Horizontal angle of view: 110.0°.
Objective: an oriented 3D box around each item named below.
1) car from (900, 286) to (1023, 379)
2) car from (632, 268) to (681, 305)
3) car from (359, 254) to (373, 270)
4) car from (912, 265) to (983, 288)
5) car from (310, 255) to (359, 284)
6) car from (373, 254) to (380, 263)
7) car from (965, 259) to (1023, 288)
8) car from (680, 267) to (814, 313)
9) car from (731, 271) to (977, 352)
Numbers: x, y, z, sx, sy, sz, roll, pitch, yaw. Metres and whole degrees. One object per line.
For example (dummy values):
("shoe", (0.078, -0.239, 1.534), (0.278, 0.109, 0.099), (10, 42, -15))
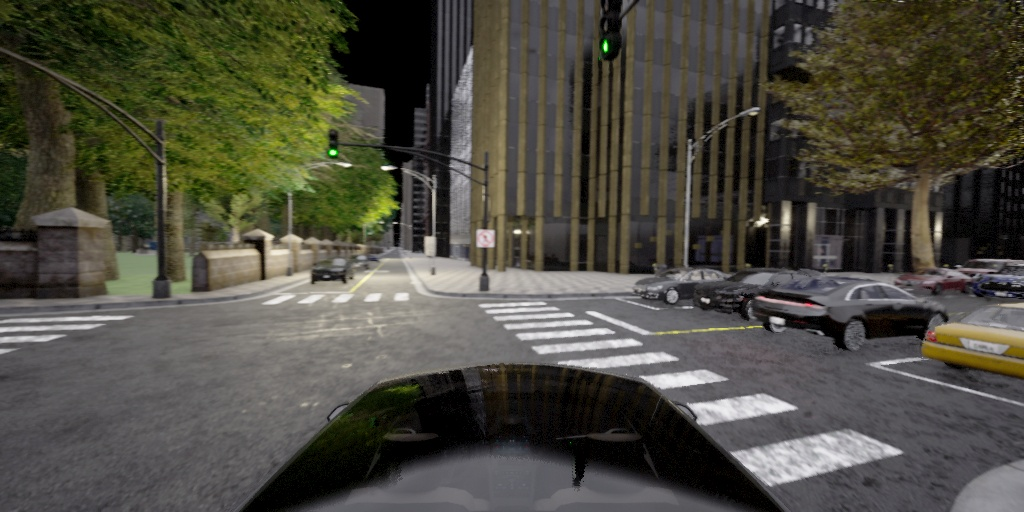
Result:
("car", (9.674, 1.417, 6.404), (4.829, 1.417, 1.751), (0, 0, -17))
("car", (6.977, 1.128, 14.487), (4.403, 1.370, 2.007), (0, 0, -17))
("car", (-15.164, 0.609, 35.648), (1.812, 1.442, 4.674), (0, 1, -19))
("car", (22.770, 1.314, 19.396), (4.207, 1.307, 1.802), (0, 0, -17))
("car", (-10.796, 0.797, 21.824), (1.882, 1.535, 5.008), (0, 1, -17))
("car", (-20.818, 0.386, 53.761), (1.895, 1.301, 4.718), (0, 1, -17))
("car", (24.681, 1.195, 17.163), (4.553, 1.767, 2.097), (1, 2, -17))
("car", (8.531, 1.161, 12.155), (5.008, 1.535, 1.882), (0, 2, -18))
("car", (8.332, 1.280, 8.849), (4.902, 1.511, 2.128), (1, 2, -17))
